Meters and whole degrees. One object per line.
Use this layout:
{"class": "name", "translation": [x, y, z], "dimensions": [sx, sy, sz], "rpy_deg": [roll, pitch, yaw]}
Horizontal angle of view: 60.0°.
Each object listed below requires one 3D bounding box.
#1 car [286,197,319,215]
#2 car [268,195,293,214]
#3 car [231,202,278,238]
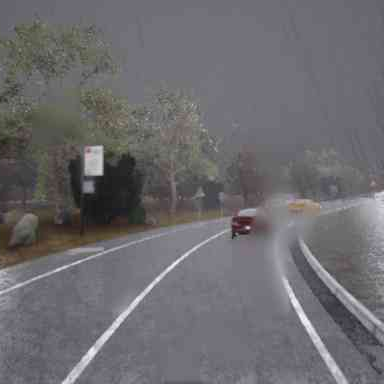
{"class": "car", "translation": [11.740, 1.501, 34.467], "dimensions": [1.882, 1.535, 5.008], "rpy_deg": [-3, -1, 34]}
{"class": "car", "translation": [10.287, 1.388, 38.525], "dimensions": [2.150, 2.045, 5.566], "rpy_deg": [-4, -1, 36]}
{"class": "car", "translation": [3.381, 1.540, 18.056], "dimensions": [1.882, 1.535, 5.008], "rpy_deg": [-1, -1, 17]}
